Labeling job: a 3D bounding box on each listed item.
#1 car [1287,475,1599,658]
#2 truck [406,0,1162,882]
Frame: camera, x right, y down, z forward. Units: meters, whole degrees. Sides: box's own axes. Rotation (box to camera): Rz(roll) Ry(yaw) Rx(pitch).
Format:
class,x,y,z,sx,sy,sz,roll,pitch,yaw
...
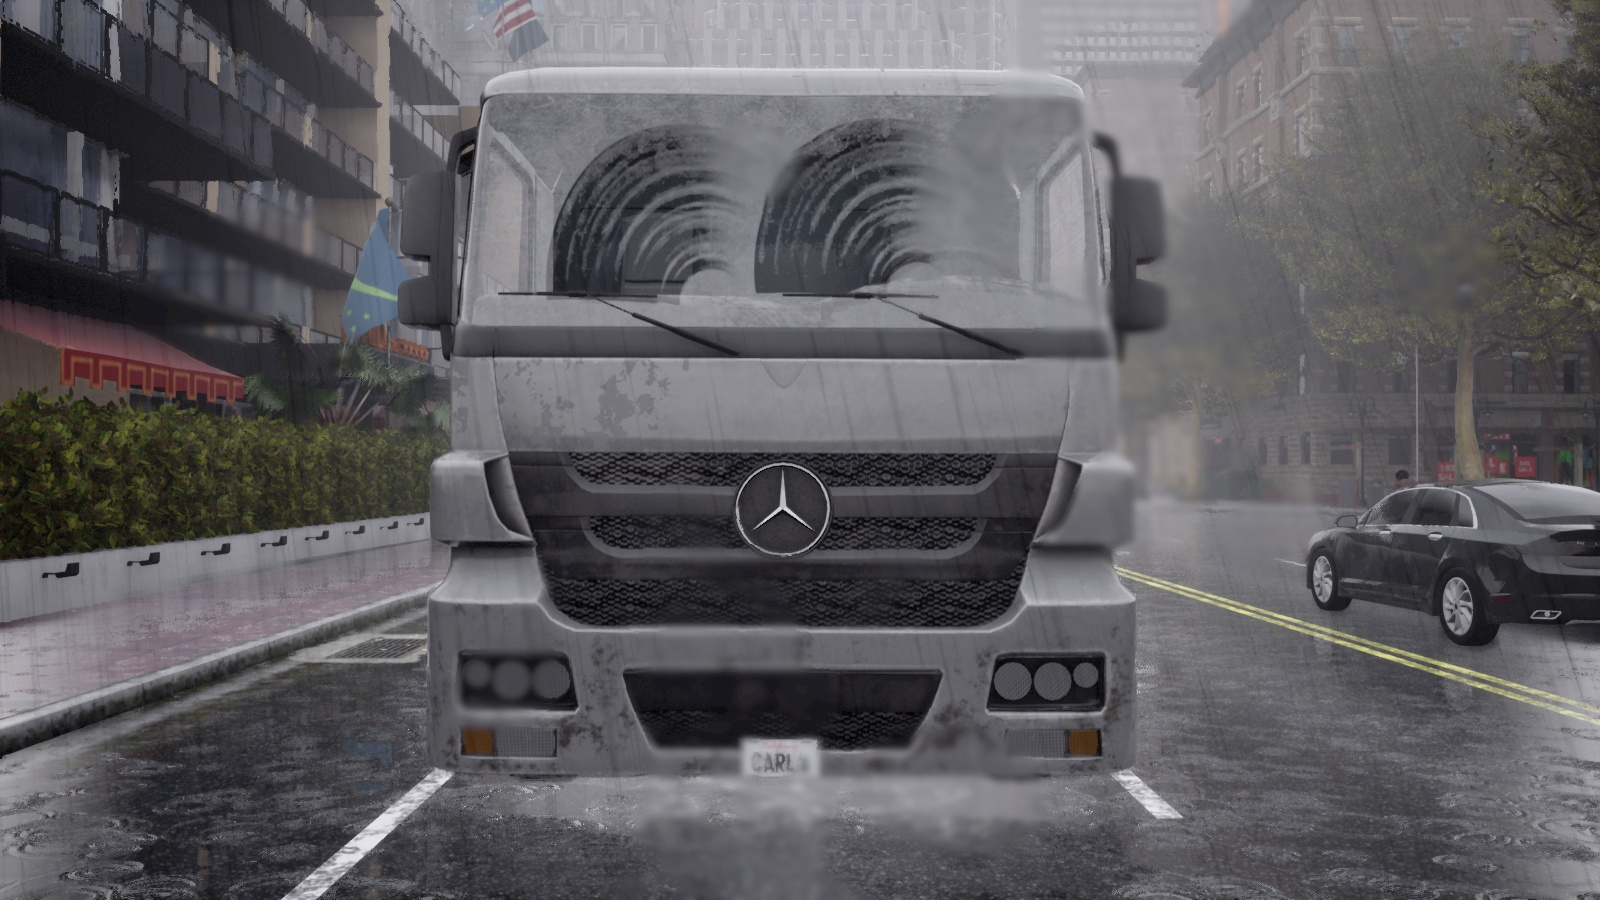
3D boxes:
class,x,y,z,sx,sy,sz,roll,pitch,yaw
car,6.867,1.007,12.815,1.837,1.490,4.892,0,-1,-1
truck,-0.100,-0.019,8.797,2.891,3.462,7.936,0,-1,-1
